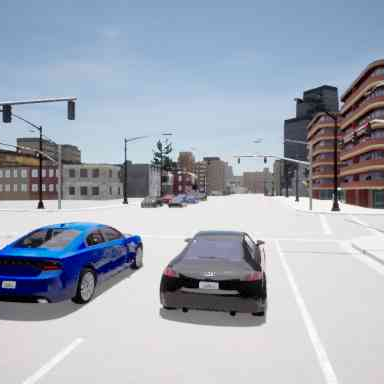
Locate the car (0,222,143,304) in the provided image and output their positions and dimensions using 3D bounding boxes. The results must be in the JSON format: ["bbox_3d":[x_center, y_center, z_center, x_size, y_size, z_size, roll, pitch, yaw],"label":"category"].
[{"bbox_3d":[-2.748,1.478,8.283,1.882,1.535,5.008,0,0,11],"label":"car"}]

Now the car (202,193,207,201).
[{"bbox_3d":[1.867,1.052,66.114,1.837,1.490,4.892,0,1,12],"label":"car"}]

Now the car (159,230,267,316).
[{"bbox_3d":[0.689,1.564,7.637,1.994,1.385,4.181,0,0,12],"label":"car"}]

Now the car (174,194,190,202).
[{"bbox_3d":[-1.895,1.125,65.126,2.033,1.411,5.357,0,1,11],"label":"car"}]

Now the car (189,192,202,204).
[{"bbox_3d":[-0.091,1.249,56.291,1.812,1.442,4.674,0,1,11],"label":"car"}]

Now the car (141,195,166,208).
[{"bbox_3d":[-5.561,1.230,46.508,2.097,1.767,4.553,0,1,11],"label":"car"}]

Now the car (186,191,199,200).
[{"bbox_3d":[0.048,0.752,74.930,2.097,1.767,4.553,0,1,11],"label":"car"}]

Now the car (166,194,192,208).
[{"bbox_3d":[-1.925,1.409,46.886,2.033,1.411,5.357,0,1,11],"label":"car"}]

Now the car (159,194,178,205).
[{"bbox_3d":[-3.800,1.226,55.474,1.882,1.535,5.008,0,1,11],"label":"car"}]
